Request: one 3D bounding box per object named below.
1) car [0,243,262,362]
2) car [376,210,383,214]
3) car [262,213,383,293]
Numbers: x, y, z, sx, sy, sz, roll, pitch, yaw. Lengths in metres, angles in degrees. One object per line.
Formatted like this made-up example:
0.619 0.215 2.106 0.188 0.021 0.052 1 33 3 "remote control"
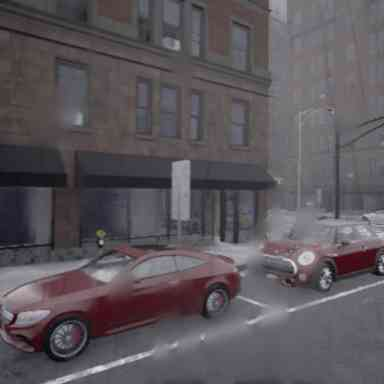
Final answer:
-0.954 1.607 5.855 4.206 1.307 1.802 1 -1 -36 "car"
15.031 1.952 25.009 1.812 1.442 4.674 1 -1 -30 "car"
3.525 1.520 9.053 4.097 1.590 1.967 1 -1 -36 "car"
